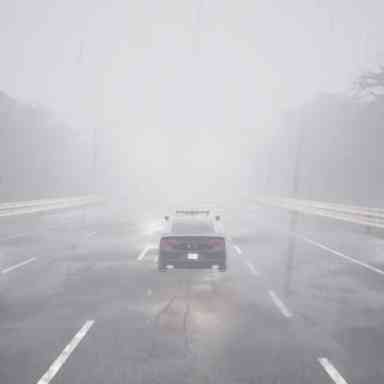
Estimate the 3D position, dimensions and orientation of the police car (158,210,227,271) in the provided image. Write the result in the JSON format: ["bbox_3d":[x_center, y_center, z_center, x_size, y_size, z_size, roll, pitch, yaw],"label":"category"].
[{"bbox_3d":[0.013,1.418,10.927,1.930,1.638,5.238,0,0,0],"label":"police car"}]
